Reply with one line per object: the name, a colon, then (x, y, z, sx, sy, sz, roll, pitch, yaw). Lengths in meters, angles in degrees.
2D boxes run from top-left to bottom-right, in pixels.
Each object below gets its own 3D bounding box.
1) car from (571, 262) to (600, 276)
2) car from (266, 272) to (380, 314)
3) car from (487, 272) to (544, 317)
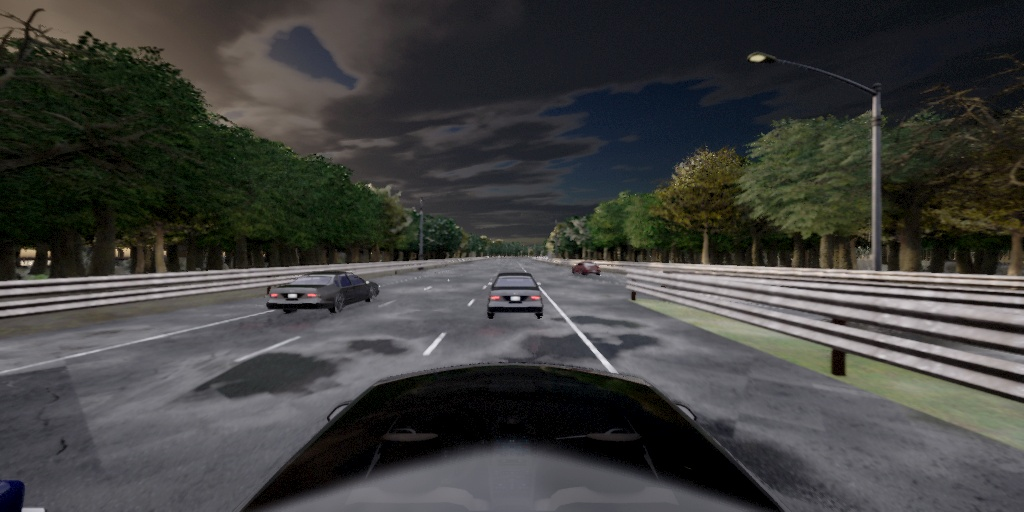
car: (7.752, 1.323, 37.794, 1.812, 1.442, 4.674, 0, 0, -9)
car: (-6.900, 1.301, 13.780, 2.033, 1.411, 5.357, 0, 0, 0)
car: (0.099, 1.300, 13.067, 2.033, 1.411, 5.357, 0, 0, 0)
